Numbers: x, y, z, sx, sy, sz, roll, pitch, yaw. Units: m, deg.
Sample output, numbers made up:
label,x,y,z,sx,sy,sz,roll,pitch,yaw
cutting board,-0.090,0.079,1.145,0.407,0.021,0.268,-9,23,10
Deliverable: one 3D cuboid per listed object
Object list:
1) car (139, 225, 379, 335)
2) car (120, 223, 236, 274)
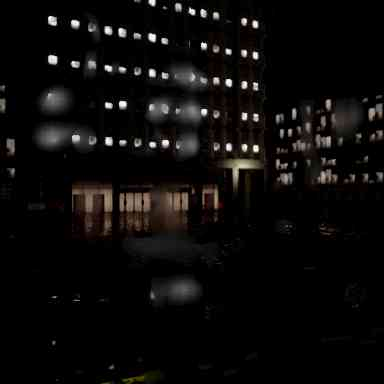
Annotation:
label,x,y,z,sx,sy,sz,roll,pitch,yaw
car,1.511,1.517,6.573,4.674,1.442,1.812,0,0,-21
car,0.363,1.590,9.586,4.718,1.301,1.895,0,0,-21
